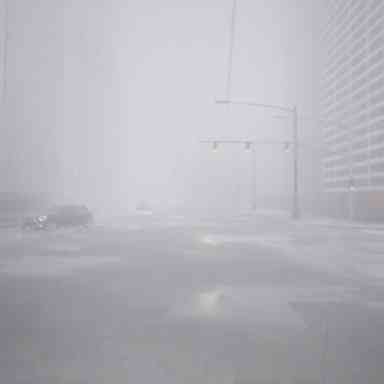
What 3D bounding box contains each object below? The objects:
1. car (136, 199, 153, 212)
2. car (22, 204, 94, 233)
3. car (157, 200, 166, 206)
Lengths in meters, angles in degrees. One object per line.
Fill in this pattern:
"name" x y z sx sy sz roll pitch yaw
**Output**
"car" -6.889 2.146 48.678 1.994 1.385 4.181 0 -1 0
"car" -8.706 1.607 21.916 2.097 1.767 4.553 -2 -2 29
"car" -6.831 2.421 74.900 2.033 1.411 5.357 0 -1 0
